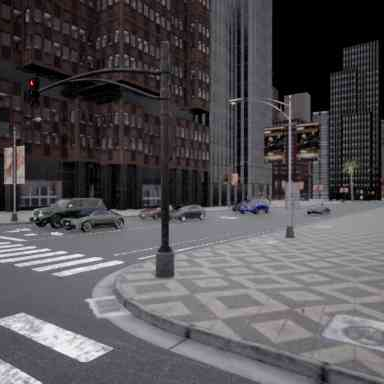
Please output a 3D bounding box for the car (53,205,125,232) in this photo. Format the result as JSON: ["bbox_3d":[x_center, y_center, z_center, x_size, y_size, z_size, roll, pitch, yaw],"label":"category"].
[{"bbox_3d":[-6.475,1.795,21.921,1.994,1.385,4.181,0,-1,35],"label":"car"}]

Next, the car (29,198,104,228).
[{"bbox_3d":[-8.798,1.457,24.268,2.150,2.045,5.566,0,-1,35],"label":"car"}]

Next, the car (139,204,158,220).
[{"bbox_3d":[-3.105,1.904,32.349,1.812,1.442,4.674,0,-1,35],"label":"car"}]

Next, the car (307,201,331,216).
[{"bbox_3d":[16.282,2.224,42.544,2.033,1.411,5.357,0,-1,35],"label":"car"}]

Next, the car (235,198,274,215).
[{"bbox_3d":[8.032,1.814,42.433,2.150,2.045,5.566,0,0,36],"label":"car"}]

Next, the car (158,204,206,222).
[{"bbox_3d":[-0.579,1.882,30.270,1.837,1.490,4.892,0,0,35],"label":"car"}]

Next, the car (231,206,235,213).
[{"bbox_3d":[7.621,2.197,47.445,2.033,1.411,5.357,0,-1,36],"label":"car"}]
